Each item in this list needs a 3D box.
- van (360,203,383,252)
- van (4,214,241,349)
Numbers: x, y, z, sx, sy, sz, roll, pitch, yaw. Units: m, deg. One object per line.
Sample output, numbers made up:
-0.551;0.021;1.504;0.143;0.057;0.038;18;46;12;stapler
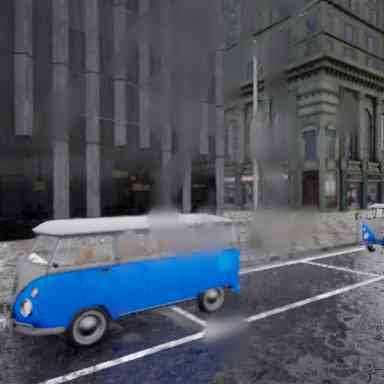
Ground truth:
7.853;1.285;12.252;3.998;1.788;1.690;0;0;-35;van
-0.962;1.331;5.965;3.998;1.788;1.690;0;0;-35;van
